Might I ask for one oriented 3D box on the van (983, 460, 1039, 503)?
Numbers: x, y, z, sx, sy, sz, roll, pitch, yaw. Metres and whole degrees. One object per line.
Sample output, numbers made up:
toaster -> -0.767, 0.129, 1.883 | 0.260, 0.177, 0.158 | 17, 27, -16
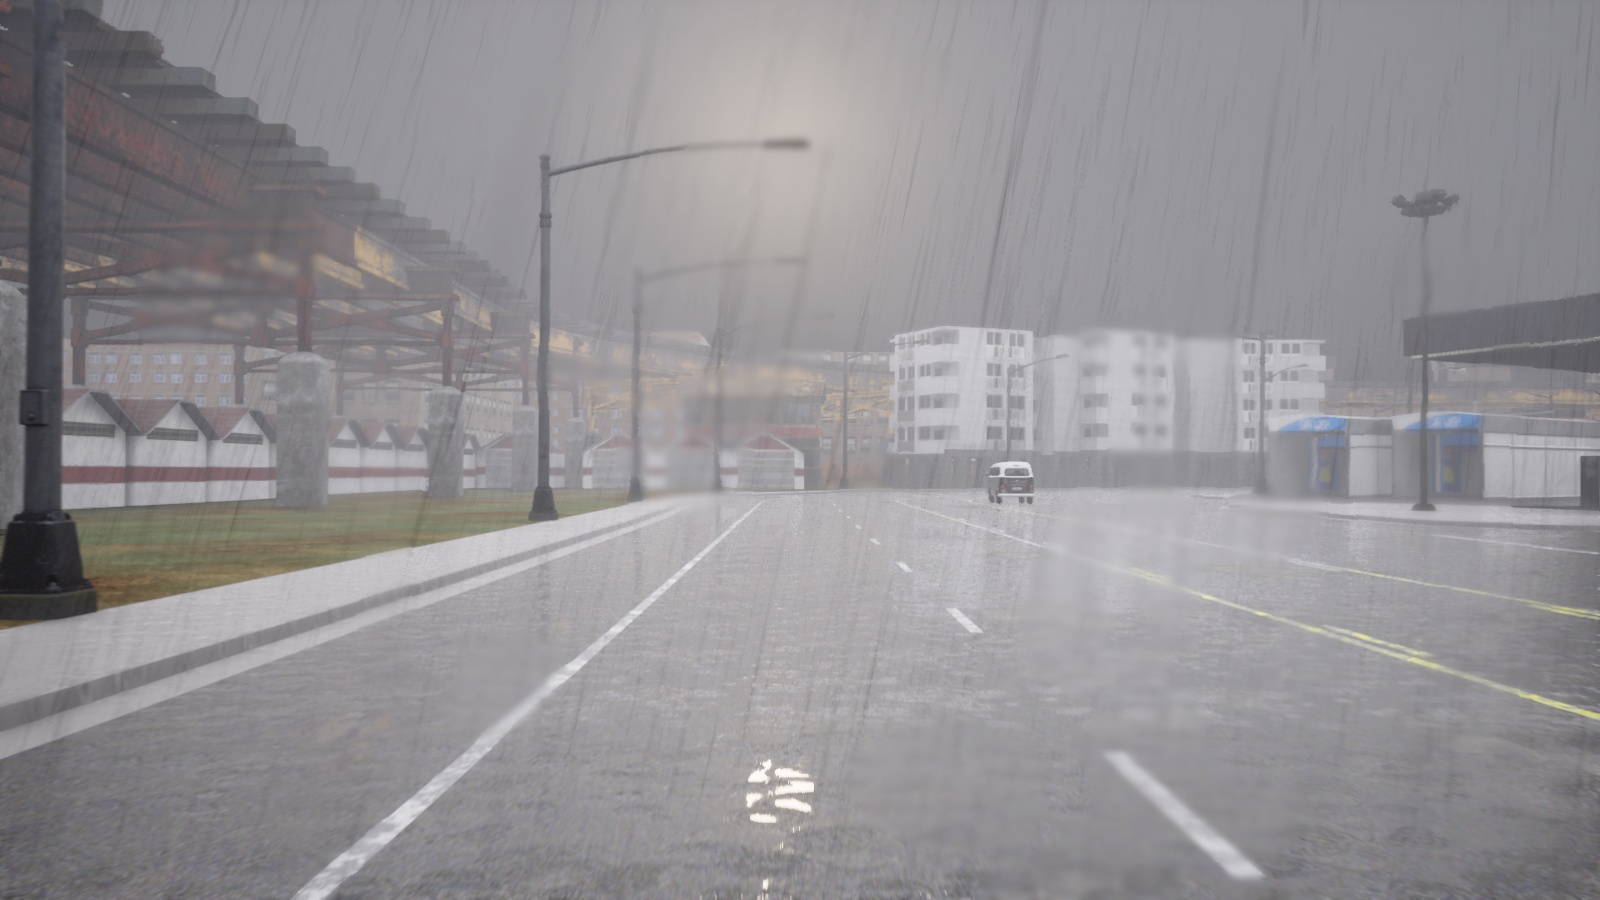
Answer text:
van -> 10.399, 1.537, 62.128 | 2.069, 2.038, 4.480 | 0, -1, 1
